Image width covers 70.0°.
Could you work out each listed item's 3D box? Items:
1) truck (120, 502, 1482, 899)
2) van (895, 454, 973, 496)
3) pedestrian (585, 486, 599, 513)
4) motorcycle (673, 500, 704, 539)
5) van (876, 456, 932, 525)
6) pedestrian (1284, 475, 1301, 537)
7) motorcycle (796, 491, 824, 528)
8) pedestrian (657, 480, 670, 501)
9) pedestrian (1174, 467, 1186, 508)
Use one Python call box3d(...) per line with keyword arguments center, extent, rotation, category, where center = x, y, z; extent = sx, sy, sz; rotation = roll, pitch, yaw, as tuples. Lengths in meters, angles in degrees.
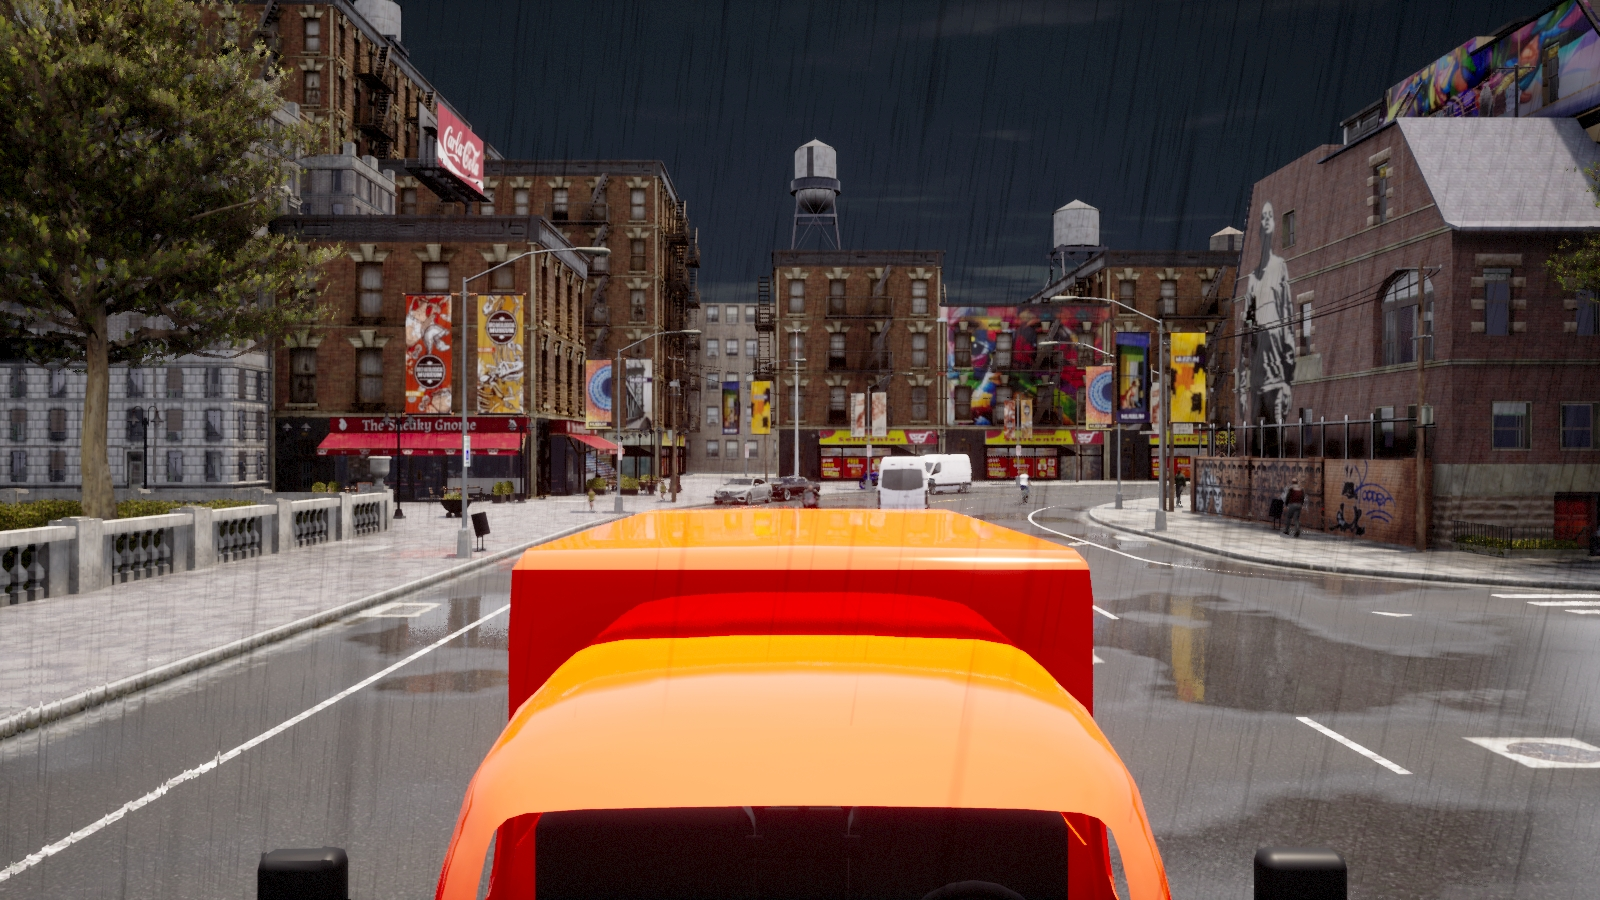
box3d(center=(-0.002, 1.571, 4.805), extent=(2.627, 2.467, 5.204), rotation=(0, 0, 0), category="truck")
box3d(center=(8.614, 1.562, 72.776), extent=(1.988, 2.561, 5.915), rotation=(0, 0, 40), category="van")
box3d(center=(-8.804, 2.095, 48.315), extent=(0.500, 1.100, 0.500), rotation=(0, 0, 3), category="pedestrian")
box3d(center=(-3.580, 2.227, 36.893), extent=(0.803, 1.145, 2.033), rotation=(0, 0, 0), category="motorcycle")
box3d(center=(4.271, 1.552, 46.211), extent=(1.988, 2.561, 5.915), rotation=(0, 0, 7), category="van")
box3d(center=(15.040, 1.710, 34.898), extent=(0.375, 1.860, 0.375), rotation=(0, 0, 0), category="pedestrian")
box3d(center=(0.391, 2.222, 42.867), extent=(0.867, 1.251, 2.209), rotation=(0, 0, 5), category="motorcycle")
box3d(center=(-7.094, 2.099, 59.331), extent=(0.500, 1.100, 0.500), rotation=(0, 0, 29), category="pedestrian")
box3d(center=(17.431, 1.717, 52.429), extent=(0.375, 1.860, 0.375), rotation=(0, 0, 44), category="pedestrian")
